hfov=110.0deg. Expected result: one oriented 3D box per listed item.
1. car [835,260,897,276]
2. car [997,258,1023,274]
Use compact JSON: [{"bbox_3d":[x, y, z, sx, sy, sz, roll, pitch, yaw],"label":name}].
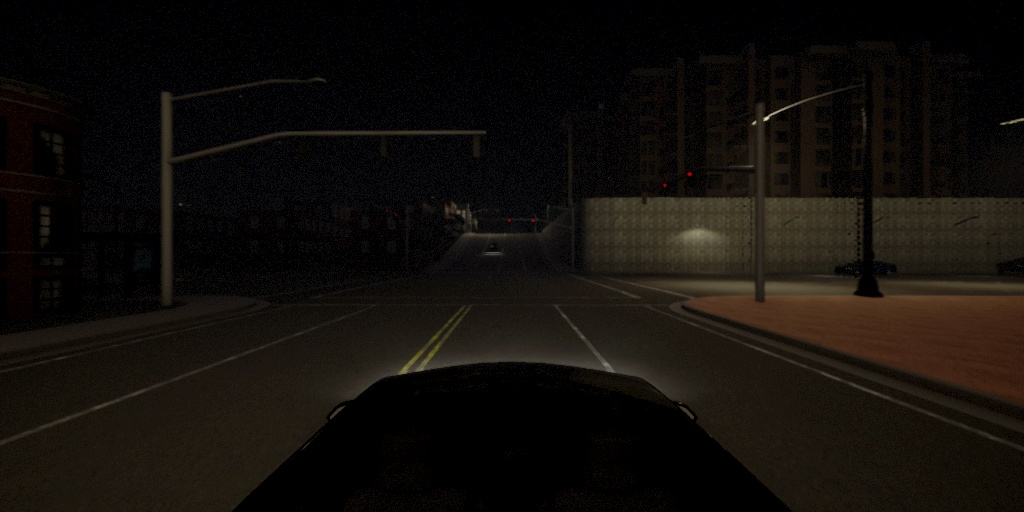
[{"bbox_3d":[34.885,1.190,35.462,5.008,1.535,1.882,0,0,0],"label":"car"},{"bbox_3d":[51.040,0.907,35.317,5.008,1.535,1.882,0,0,0],"label":"car"}]
